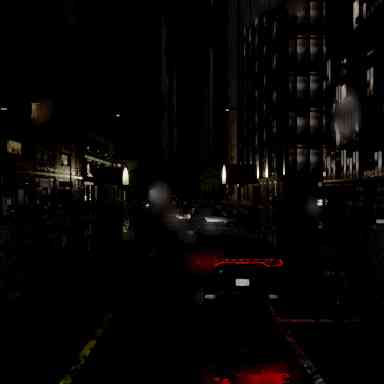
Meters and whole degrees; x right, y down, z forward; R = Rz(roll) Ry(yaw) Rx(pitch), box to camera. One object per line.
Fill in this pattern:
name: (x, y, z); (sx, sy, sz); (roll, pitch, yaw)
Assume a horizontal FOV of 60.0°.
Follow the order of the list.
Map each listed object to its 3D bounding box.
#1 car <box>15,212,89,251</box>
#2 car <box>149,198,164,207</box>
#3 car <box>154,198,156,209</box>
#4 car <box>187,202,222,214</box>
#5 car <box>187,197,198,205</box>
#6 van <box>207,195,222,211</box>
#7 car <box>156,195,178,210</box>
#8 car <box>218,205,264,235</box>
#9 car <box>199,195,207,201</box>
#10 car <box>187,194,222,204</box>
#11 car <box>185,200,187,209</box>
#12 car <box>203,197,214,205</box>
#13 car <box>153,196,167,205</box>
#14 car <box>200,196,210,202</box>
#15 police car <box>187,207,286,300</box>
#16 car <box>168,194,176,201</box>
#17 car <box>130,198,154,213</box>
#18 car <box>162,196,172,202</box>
car: (-5.667, 1.550, 13.935); (2.008, 1.369, 4.403); (0, 0, 0)
car: (-5.591, 1.581, 52.603); (1.947, 1.339, 4.313); (0, 0, 0)
car: (-5.613, 1.552, 41.555); (1.887, 1.381, 4.507); (0, 0, 0)
car: (0.813, 1.504, 18.467); (1.837, 1.490, 4.892); (0, 0, 0)
car: (0.115, 1.583, 58.914); (1.994, 1.385, 4.181); (0, 0, 0)
van: (2.766, 1.349, 41.542); (1.690, 1.788, 3.998); (0, 0, 0)
car: (-2.919, 1.360, 41.816); (2.097, 1.767, 4.553); (0, 0, 0)
car: (2.725, 1.551, 19.445); (2.008, 1.369, 4.403); (0, 0, 0)
car: (2.854, 1.566, 85.905); (1.752, 1.417, 4.829); (0, 0, 0)
car: (0.948, 1.226, 24.496); (2.150, 2.045, 5.566); (0, 0, 0)
car: (0.106, 1.515, 45.725); (1.837, 1.490, 4.892); (0, 0, 0)
car: (2.800, 1.544, 58.284); (1.752, 1.417, 4.829); (0, 0, 0)
car: (-5.580, 1.459, 58.127); (1.967, 1.590, 4.097); (0, 0, 0)
car: (2.833, 1.582, 74.687); (2.008, 1.369, 4.403); (0, 0, 0)
police car: (0.916, 1.425, 8.577); (1.930, 1.638, 5.238); (0, 0, 0)
car: (-5.516, 1.485, 91.272); (1.967, 1.590, 4.097); (0, 0, 0)
car: (-5.624, 1.555, 36.031); (2.008, 1.369, 4.403); (0, 0, 0)
car: (-5.547, 1.613, 74.700); (1.802, 1.307, 4.206); (0, 0, 0)
